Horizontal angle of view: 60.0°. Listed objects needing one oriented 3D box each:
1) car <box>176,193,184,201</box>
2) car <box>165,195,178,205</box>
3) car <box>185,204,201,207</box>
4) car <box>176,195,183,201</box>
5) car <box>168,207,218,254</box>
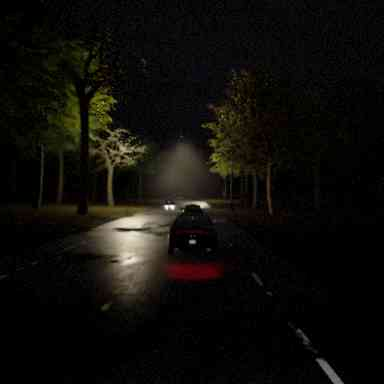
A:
[{"bbox_3d":[-3.269,1.342,85.218,2.150,2.045,5.566,0,0,-2],"label":"car"},{"bbox_3d":[-4.446,1.869,66.003,2.128,1.511,4.902,0,0,-6],"label":"car"},{"bbox_3d":[0.052,1.790,28.490,1.837,1.490,4.892,0,0,1],"label":"car"},{"bbox_3d":[-3.398,1.578,92.712,1.882,1.535,5.008,0,0,0],"label":"car"},{"bbox_3d":[0.045,1.628,14.237,1.882,1.535,5.008,0,0,1],"label":"car"}]
